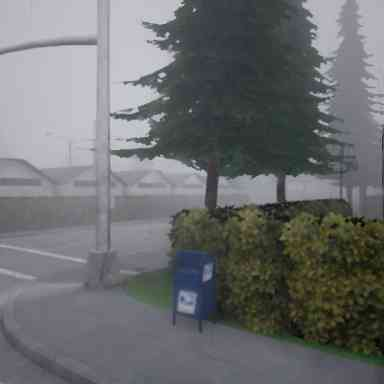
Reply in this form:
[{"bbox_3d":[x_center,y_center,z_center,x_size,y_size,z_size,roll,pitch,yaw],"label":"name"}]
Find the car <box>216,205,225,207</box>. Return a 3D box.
[{"bbox_3d":[1.803,1.756,28.293,1.895,1.301,4.718,0,0,36],"label":"car"}]
